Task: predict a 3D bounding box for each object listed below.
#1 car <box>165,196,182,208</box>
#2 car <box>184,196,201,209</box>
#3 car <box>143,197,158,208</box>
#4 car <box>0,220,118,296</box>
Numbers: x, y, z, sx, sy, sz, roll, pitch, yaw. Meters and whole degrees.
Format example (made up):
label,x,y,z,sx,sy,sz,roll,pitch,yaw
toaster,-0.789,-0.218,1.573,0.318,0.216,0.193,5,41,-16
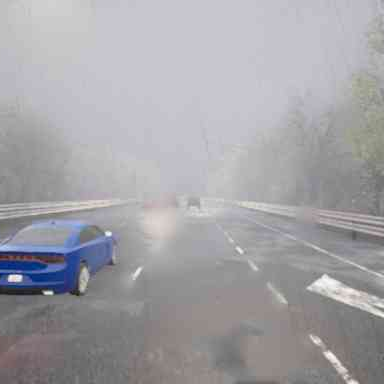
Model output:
label,x,y,z,sx,sy,sz,roll,pitch,yaw
car,-3.220,1.615,54.608,2.150,2.045,5.566,1,-1,0
car,0.280,1.682,54.542,2.150,2.045,5.566,1,-1,0
car,-6.722,1.677,54.545,2.097,1.767,4.553,1,-1,0
car,-3.283,1.475,8.669,1.882,1.535,5.008,1,0,0
